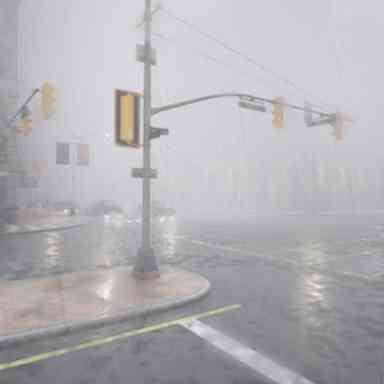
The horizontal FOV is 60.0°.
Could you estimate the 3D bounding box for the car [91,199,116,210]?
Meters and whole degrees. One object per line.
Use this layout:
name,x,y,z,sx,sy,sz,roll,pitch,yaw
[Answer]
car,-12.594,1.754,47.320,1.895,1.301,4.718,1,0,-35

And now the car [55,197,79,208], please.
car,-18.533,1.724,49.664,1.895,1.301,4.718,1,0,-35

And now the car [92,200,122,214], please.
car,-9.420,1.649,37.067,1.812,1.442,4.674,1,0,-36

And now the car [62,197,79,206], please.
car,-22.325,1.682,61.214,1.812,1.442,4.674,1,0,-35

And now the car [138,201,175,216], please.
car,-3.876,1.701,35.193,2.033,1.411,5.357,1,0,-36

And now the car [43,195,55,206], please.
car,-23.879,1.650,57.398,1.812,1.442,4.674,1,0,-35

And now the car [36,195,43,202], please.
car,-29.082,1.264,64.770,1.812,1.442,4.674,1,0,-35
